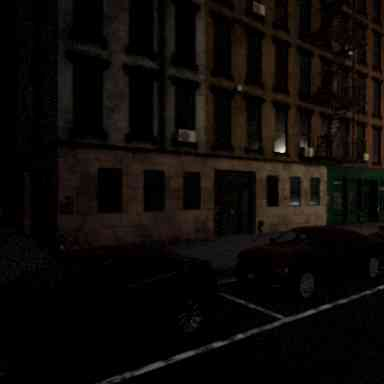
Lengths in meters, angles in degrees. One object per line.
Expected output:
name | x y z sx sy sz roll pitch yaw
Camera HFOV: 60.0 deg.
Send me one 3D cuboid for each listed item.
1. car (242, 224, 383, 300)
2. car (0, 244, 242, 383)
car | 3.089 1.543 8.396 4.507 1.381 1.887 0 0 -36
car | -1.533 1.566 5.096 4.313 1.339 1.947 0 0 -36
